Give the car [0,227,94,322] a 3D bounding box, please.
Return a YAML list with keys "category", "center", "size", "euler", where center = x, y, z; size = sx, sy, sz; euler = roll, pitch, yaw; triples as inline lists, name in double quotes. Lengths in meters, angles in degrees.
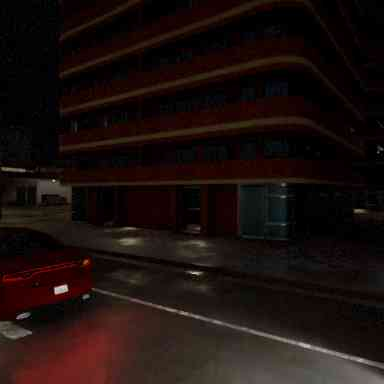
- category: "car"
  center: [-4.207, 1.478, 6.996]
  size: [5.008, 1.535, 1.882]
  euler: [0, 0, 35]
